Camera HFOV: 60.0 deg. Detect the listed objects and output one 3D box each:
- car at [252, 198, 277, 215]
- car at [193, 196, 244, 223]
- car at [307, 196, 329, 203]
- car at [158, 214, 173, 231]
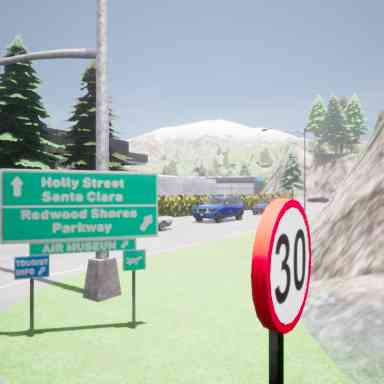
[{"bbox_3d":[8.283,1.544,36.073,2.097,1.767,4.553,0,0,36],"label":"car"},{"bbox_3d":[2.372,1.413,27.915,2.150,2.045,5.566,0,0,36],"label":"car"},{"bbox_3d":[28.248,1.717,74.735,2.128,1.511,4.902,0,0,-42],"label":"car"},{"bbox_3d":[-3.311,1.792,20.057,1.895,1.301,4.718,0,0,36],"label":"car"}]
